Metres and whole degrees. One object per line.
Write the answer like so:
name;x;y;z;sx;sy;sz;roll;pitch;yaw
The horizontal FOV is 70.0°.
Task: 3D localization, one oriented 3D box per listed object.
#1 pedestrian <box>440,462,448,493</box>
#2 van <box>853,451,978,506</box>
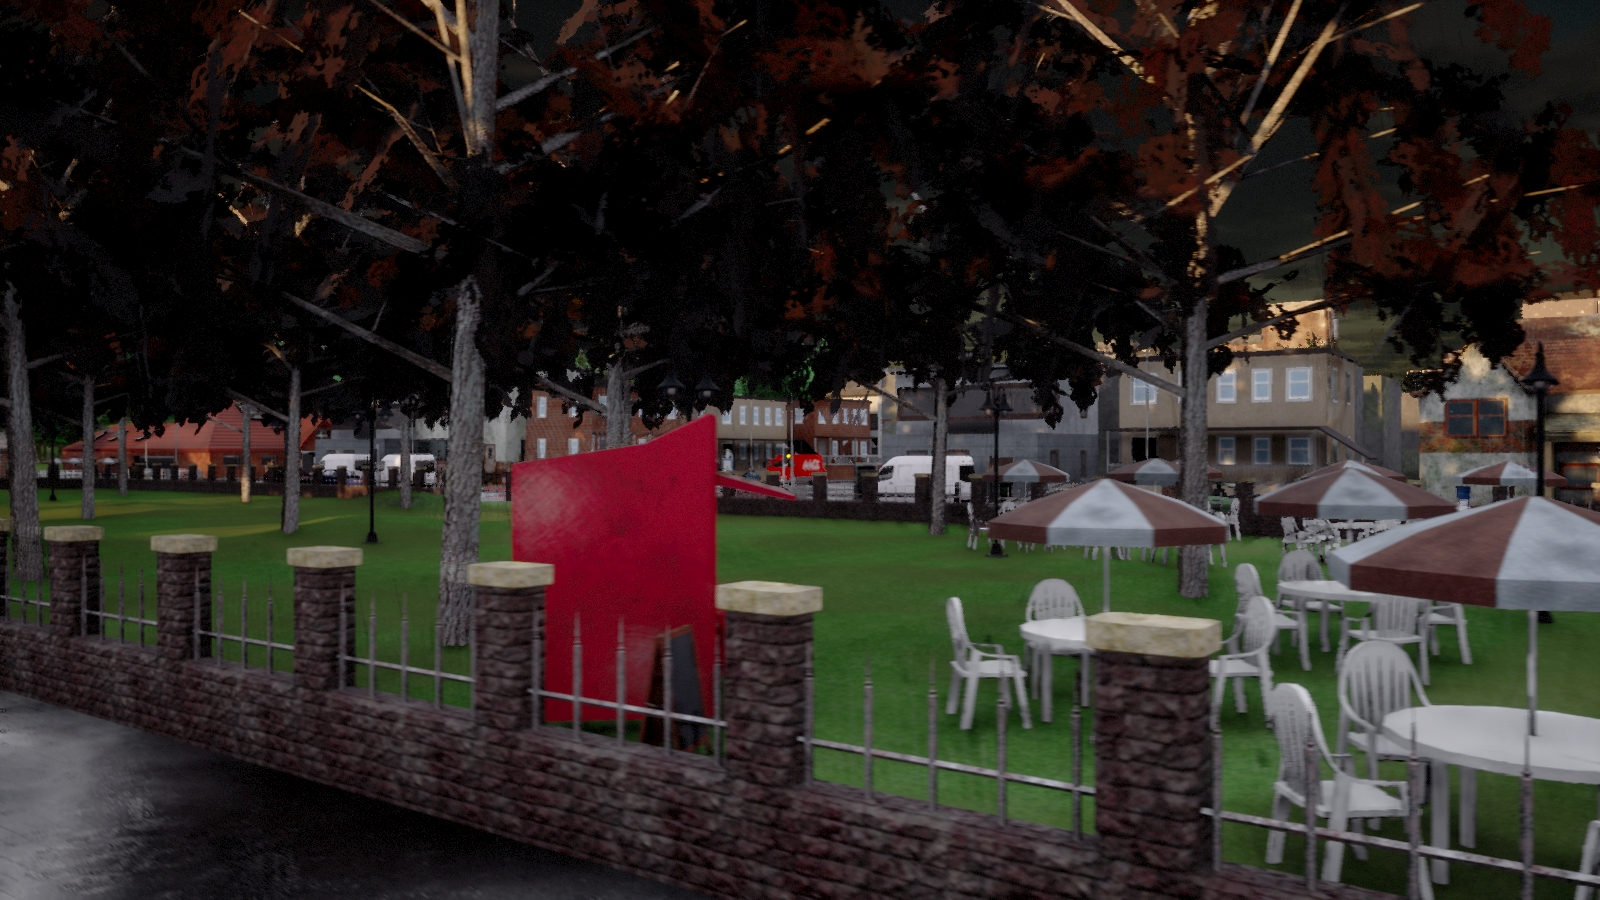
pedestrian;-21.510;1.648;69.035;0.375;1.860;0.375;0;0;-37
van;5.621;1.329;56.042;5.915;2.561;1.988;0;0;36
